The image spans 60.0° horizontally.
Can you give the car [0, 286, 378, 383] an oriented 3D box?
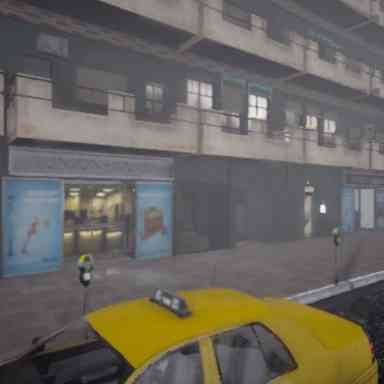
[{"bbox_3d":[-0.396,1.517,2.596,4.829,1.417,1.752,0,0,-35],"label":"car"}]
